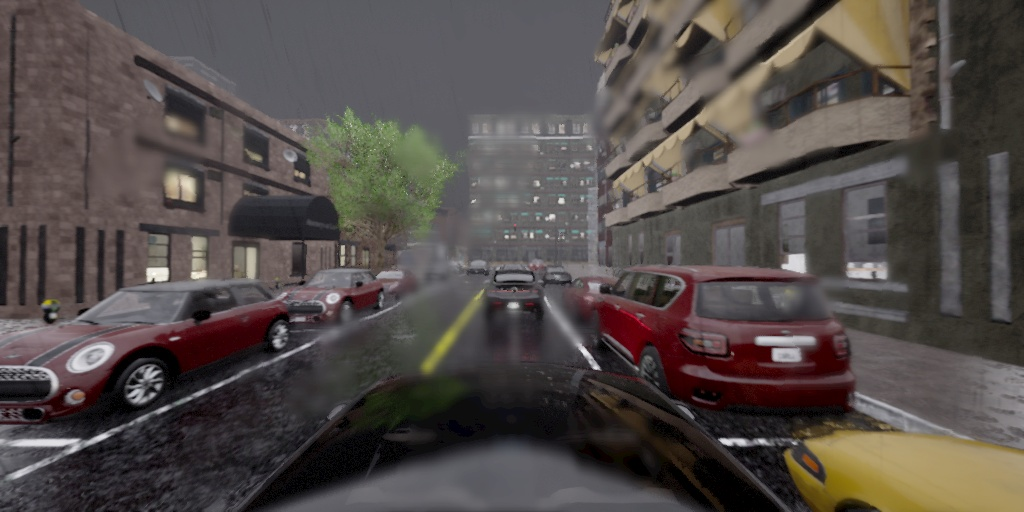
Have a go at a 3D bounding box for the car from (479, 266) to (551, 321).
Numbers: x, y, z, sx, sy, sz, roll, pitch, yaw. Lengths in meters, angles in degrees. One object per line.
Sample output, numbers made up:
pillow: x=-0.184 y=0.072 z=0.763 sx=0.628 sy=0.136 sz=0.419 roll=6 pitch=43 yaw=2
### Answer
car: x=0.077 y=1.205 z=12.278 sx=1.837 sy=1.490 sz=4.892 roll=0 pitch=-2 yaw=0

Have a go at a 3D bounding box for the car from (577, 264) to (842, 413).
car: x=2.689 y=1.047 z=5.929 sx=2.192 sy=1.841 sz=5.009 roll=0 pitch=0 yaw=0

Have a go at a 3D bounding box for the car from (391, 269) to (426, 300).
car: x=-5.663 y=1.268 z=17.240 sx=1.802 sy=1.307 sz=4.207 roll=0 pitch=0 yaw=0

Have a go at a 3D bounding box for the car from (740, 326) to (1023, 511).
car: x=2.691 y=1.282 z=0.411 sx=1.751 sy=1.417 sz=4.829 roll=0 pitch=0 yaw=0

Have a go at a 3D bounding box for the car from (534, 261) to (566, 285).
car: x=2.683 y=1.230 z=22.988 sx=1.948 sy=1.339 sz=4.313 roll=0 pitch=0 yaw=0

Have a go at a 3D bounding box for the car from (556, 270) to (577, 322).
car: x=2.687 y=1.291 z=11.615 sx=1.802 sy=1.307 sz=4.207 roll=0 pitch=0 yaw=0

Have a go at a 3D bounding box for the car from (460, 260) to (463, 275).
car: x=-5.669 y=1.170 z=34.300 sx=2.007 sy=1.370 sz=4.403 roll=0 pitch=0 yaw=0

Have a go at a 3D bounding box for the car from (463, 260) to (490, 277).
car: x=-3.100 y=1.098 z=33.986 sx=1.882 sy=1.535 sz=5.008 roll=0 pitch=0 yaw=0

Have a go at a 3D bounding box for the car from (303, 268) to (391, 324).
car: x=-5.661 y=1.149 z=11.554 sx=1.967 sy=1.591 sz=4.097 roll=0 pitch=0 yaw=0

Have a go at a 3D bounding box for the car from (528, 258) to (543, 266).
car: x=2.724 y=1.038 z=40.045 sx=1.967 sy=1.591 sz=4.097 roll=0 pitch=0 yaw=0

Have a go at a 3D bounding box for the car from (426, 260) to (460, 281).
car: x=-5.667 y=1.207 z=28.613 sx=1.948 sy=1.339 sz=4.313 roll=0 pitch=0 yaw=0

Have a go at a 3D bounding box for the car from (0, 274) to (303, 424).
car: x=-5.658 y=1.172 z=5.866 sx=1.967 sy=1.591 sz=4.097 roll=0 pitch=0 yaw=0

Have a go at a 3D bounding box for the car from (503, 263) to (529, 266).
car: x=0.070 y=1.248 z=27.342 sx=1.895 sy=1.301 sz=4.718 roll=0 pitch=0 yaw=0
